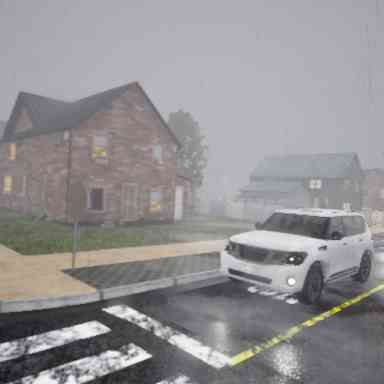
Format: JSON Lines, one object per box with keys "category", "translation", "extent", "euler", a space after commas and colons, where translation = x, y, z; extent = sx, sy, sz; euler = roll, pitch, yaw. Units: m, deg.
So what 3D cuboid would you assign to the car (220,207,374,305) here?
{"category": "car", "translation": [3.194, 1.479, 9.201], "extent": [5.566, 2.045, 2.150], "euler": [4, -1, -45]}
